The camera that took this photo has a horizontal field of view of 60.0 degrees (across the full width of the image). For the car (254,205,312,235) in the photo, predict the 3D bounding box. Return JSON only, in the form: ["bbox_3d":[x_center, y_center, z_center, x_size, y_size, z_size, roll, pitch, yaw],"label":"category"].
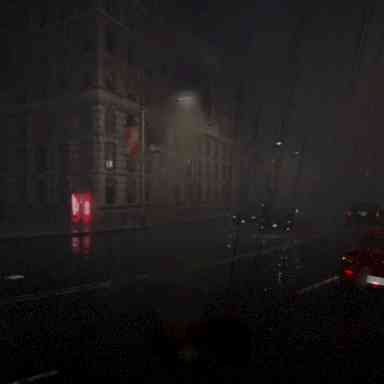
[{"bbox_3d":[5.527,1.608,19.364,1.994,1.385,4.181,0,0,35],"label":"car"}]

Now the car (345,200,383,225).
[{"bbox_3d":[11.577,1.400,22.186,2.097,1.767,4.553,0,0,31],"label":"car"}]

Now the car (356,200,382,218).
[{"bbox_3d":[17.107,1.559,32.088,2.128,1.511,4.902,0,0,29],"label":"car"}]

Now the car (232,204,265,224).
[{"bbox_3d":[4.808,1.604,24.625,2.033,1.411,5.357,0,0,31],"label":"car"}]

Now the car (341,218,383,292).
[{"bbox_3d":[5.179,1.543,8.020,4.674,1.442,1.812,0,0,-44],"label":"car"}]
